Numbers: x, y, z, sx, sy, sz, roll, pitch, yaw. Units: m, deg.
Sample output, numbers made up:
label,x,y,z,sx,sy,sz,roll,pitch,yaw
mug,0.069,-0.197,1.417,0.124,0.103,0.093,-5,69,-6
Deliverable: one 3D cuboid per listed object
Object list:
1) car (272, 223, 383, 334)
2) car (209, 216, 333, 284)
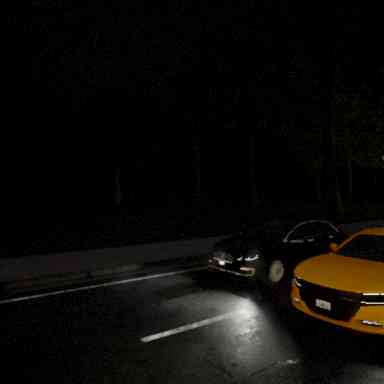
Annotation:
label,x,y,z,sx,sy,sz,roll,pitch,yaw
car,4.056,1.467,6.568,5.008,1.535,1.882,0,0,-35
car,2.707,1.494,9.596,4.892,1.490,1.837,0,0,-36
